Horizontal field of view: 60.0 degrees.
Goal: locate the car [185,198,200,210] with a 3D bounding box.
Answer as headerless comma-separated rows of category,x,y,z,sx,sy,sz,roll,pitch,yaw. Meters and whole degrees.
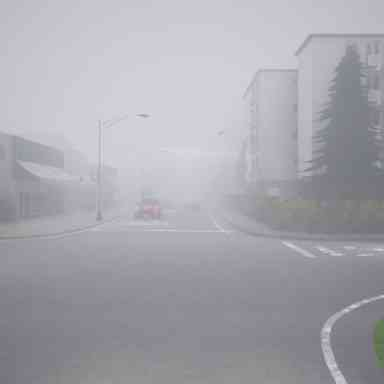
car,0.032,1.523,43.454,1.812,1.442,4.674,0,0,0

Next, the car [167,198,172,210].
car,-3.657,1.524,43.716,1.812,1.442,4.674,0,0,0

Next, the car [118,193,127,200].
car,-19.067,1.485,91.592,2.007,1.523,4.514,0,0,0

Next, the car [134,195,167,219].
car,-3.644,1.351,28.668,2.097,1.767,4.553,0,0,0
